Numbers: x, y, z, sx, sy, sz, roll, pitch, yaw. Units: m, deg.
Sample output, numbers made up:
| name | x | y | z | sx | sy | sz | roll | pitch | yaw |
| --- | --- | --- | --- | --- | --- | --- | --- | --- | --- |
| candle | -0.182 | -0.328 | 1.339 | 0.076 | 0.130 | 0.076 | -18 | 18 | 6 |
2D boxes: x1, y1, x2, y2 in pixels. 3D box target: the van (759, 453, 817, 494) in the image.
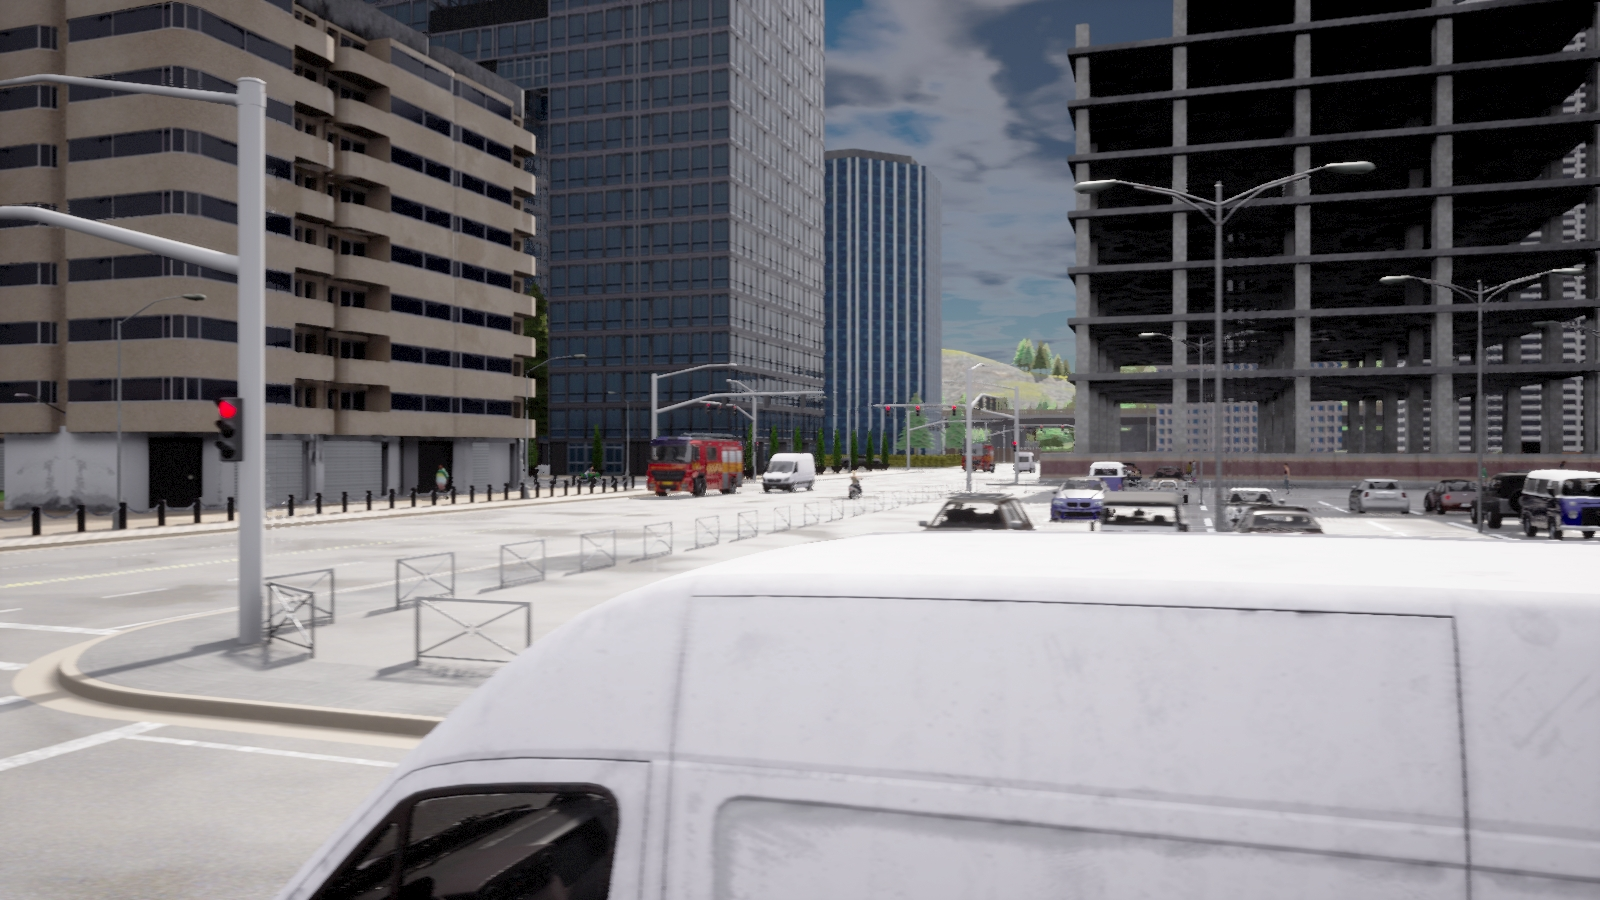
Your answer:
| name | x | y | z | sx | sy | sz | roll | pitch | yaw |
| --- | --- | --- | --- | --- | --- | --- | --- | --- | --- |
| van | -0.746 | 1.515 | 75.624 | 1.988 | 2.561 | 5.915 | 0 | 0 | 18 |

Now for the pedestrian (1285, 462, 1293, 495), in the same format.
| name | x | y | z | sx | sy | sz | roll | pitch | yaw |
| --- | --- | --- | --- | --- | --- | --- | --- | --- | --- |
| pedestrian | 28.268 | 1.643 | 65.990 | 0.375 | 1.860 | 0.375 | 0 | 0 | 15 |

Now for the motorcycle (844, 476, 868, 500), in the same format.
| name | x | y | z | sx | sy | sz | roll | pitch | yaw |
| --- | --- | --- | --- | --- | --- | --- | --- | --- | --- |
| motorcycle | 3.187 | 2.155 | 65.289 | 0.764 | 1.307 | 2.356 | 0 | 0 | 18 |

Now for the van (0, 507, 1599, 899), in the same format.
| name | x | y | z | sx | sy | sz | roll | pitch | yaw |
| --- | --- | --- | --- | --- | --- | --- | --- | --- | --- |
| van | 0.518 | 1.534 | 3.118 | 5.915 | 2.561 | 1.988 | 0 | 0 | 20 |

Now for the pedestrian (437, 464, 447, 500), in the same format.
| name | x | y | z | sx | sy | sz | roll | pitch | yaw |
| --- | --- | --- | --- | --- | --- | --- | --- | --- | --- |
| pedestrian | -18.684 | 1.657 | 59.635 | 0.375 | 1.860 | 0.375 | 0 | 0 | 28 |

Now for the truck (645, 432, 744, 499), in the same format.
| name | x | y | z | sx | sy | sz | roll | pitch | yaw |
| --- | --- | --- | --- | --- | --- | --- | --- | --- | --- |
| truck | -6.303 | 0.892 | 70.030 | 2.891 | 3.827 | 8.468 | 0 | 0 | 18 |

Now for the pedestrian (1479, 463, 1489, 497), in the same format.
| name | x | y | z | sx | sy | sz | roll | pitch | yaw |
| --- | --- | --- | --- | --- | --- | --- | --- | --- | --- |
| pedestrian | 37.485 | 1.642 | 62.598 | 0.375 | 1.860 | 0.375 | 0 | 0 | 16 |
